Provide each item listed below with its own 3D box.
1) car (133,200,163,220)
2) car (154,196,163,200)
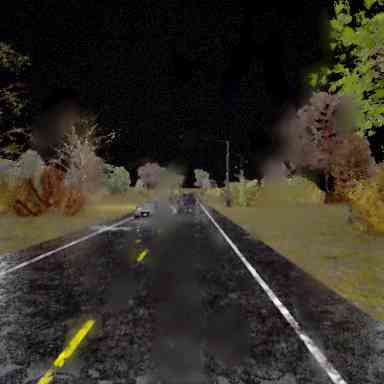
[{"bbox_3d":[-3.699,1.601,28.151,1.994,1.385,4.181,0,0,-1],"label":"car"},{"bbox_3d":[-6.969,1.549,69.057,2.128,1.511,4.902,0,0,-6],"label":"car"}]
